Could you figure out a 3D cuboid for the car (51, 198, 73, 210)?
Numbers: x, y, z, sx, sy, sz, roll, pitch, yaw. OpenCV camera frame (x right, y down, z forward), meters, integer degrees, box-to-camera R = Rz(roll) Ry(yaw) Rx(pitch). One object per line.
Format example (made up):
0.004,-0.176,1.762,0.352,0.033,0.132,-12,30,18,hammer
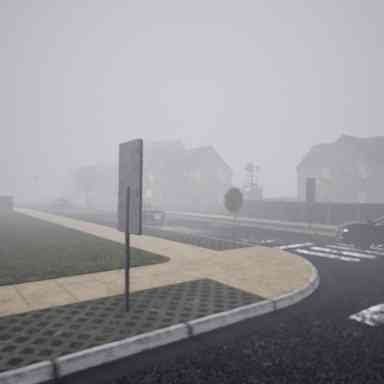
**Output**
-16.595,1.513,42.345,1.837,1.490,4.892,1,-1,-35,car

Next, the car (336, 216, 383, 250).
8.371,1.524,13.121,4.902,1.511,2.128,0,1,26,car

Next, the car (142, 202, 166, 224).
-3.715,1.479,24.487,2.128,1.511,4.902,1,0,-36,car
